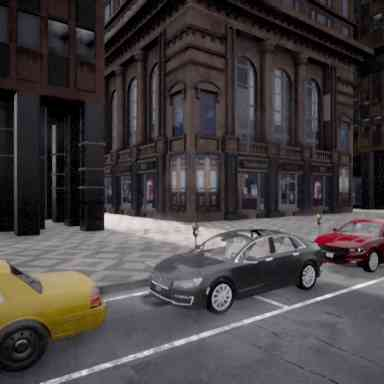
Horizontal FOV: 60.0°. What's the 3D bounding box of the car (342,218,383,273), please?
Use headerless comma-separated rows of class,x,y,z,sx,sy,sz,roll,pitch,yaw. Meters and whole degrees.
car,5.733,1.545,10.716,4.507,1.381,1.887,0,0,-35

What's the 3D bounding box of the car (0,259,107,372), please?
car,-3.564,1.525,4.106,4.829,1.417,1.752,0,0,-35

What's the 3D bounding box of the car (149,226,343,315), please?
car,1.159,1.551,7.464,4.403,1.369,2.008,0,0,-35
